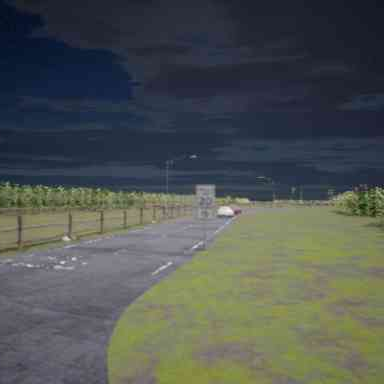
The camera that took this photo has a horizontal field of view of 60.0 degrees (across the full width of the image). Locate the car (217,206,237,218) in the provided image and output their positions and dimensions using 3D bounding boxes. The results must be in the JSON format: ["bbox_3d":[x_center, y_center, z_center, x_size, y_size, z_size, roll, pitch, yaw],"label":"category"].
[{"bbox_3d":[4.608,2.724,45.844,1.812,1.442,4.674,1,-1,14],"label":"car"}]

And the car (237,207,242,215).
[{"bbox_3d":[7.097,3.076,55.697,1.895,1.301,4.718,1,-1,18],"label":"car"}]
